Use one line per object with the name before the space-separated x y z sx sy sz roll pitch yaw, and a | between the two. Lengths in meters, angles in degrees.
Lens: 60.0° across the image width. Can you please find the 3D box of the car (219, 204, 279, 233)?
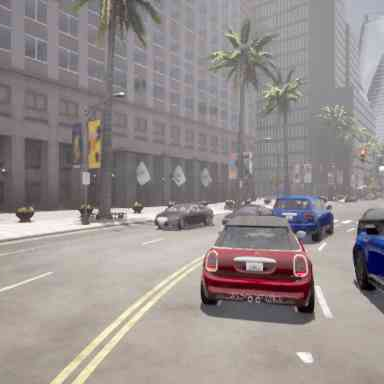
car | 3.667 1.526 20.788 1.812 1.442 4.674 0 0 36

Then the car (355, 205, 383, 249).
car | 8.837 1.476 15.337 1.882 1.535 5.008 0 0 32

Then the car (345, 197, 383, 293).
car | 4.535 1.219 5.708 2.150 2.045 5.566 0 0 12

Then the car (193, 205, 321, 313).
car | 1.637 1.351 7.990 2.097 1.767 4.553 0 0 14

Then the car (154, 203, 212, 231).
car | -0.401 1.490 20.897 2.128 1.511 4.902 0 0 33

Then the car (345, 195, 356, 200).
car | 34.708 1.505 72.430 2.161 1.482 4.786 0 0 37

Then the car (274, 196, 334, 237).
car | 5.662 1.220 16.832 2.150 2.045 5.566 0 0 32
